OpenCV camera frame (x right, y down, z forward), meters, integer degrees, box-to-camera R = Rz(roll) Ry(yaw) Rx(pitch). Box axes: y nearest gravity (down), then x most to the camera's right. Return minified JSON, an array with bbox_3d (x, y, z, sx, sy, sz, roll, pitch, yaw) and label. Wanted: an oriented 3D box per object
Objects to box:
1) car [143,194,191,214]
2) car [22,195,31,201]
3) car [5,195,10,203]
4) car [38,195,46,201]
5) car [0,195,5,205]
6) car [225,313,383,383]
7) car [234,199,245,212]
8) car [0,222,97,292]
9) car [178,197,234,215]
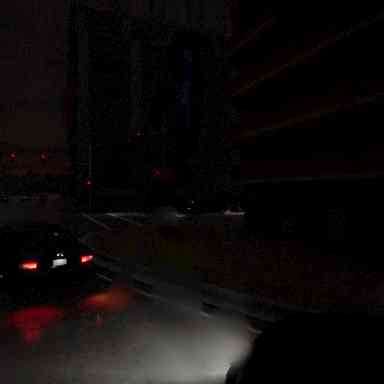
[{"bbox_3d":[-2.541,1.277,36.529,5.566,2.045,2.150,0,0,-22],"label":"car"},{"bbox_3d":[-40.150,1.525,80.691,2.128,1.511,4.902,0,0,-23],"label":"car"},{"bbox_3d":[-38.351,1.355,67.450,2.097,1.767,4.553,0,0,-23],"label":"car"},{"bbox_3d":[-37.061,1.540,82.373,2.033,1.411,5.357,0,0,-23],"label":"car"},{"bbox_3d":[-34.353,1.601,57.945,1.895,1.301,4.718,0,0,-23],"label":"car"},{"bbox_3d":[2.827,1.547,2.052,5.357,1.411,2.033,0,0,35],"label":"car"},{"bbox_3d":[6.614,1.560,40.320,4.892,1.490,1.837,0,0,-22],"label":"car"},{"bbox_3d":[-4.390,1.547,9.074,2.033,1.411,5.357,0,0,-39],"label":"car"},{"bbox_3d":[1.448,1.560,34.393,4.892,1.490,1.837,0,0,-22],"label":"car"}]
